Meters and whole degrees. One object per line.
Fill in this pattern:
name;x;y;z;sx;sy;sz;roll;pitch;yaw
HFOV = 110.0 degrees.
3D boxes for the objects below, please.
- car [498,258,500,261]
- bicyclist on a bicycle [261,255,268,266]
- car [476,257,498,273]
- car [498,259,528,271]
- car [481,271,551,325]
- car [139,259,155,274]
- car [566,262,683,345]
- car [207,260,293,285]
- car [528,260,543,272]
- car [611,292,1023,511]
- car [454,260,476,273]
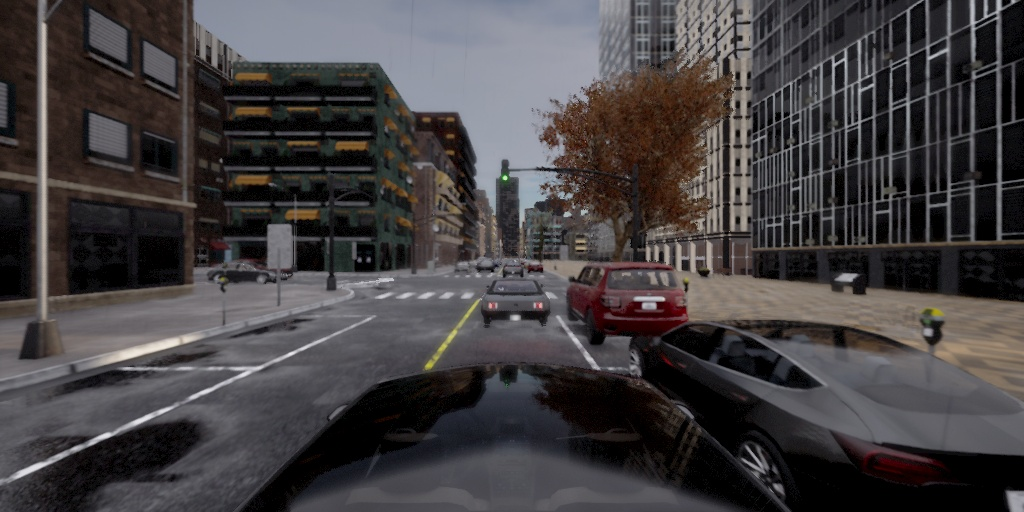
car;-3.062;1.350;59.306;1.895;1.301;4.718;0;0;1
bicyclist on a bicycle;-23.177;0.745;33.649;0.582;1.620;1.656;1;0;-1
car;-3.103;1.219;43.282;1.882;1.535;5.008;0;0;0
car;0.093;1.231;33.957;2.128;1.511;4.902;0;0;0
car;0.096;1.346;11.732;1.895;1.301;4.718;0;0;0
car;-33.196;0.855;30.597;4.403;1.370;2.007;0;0;-1
car;2.690;1.061;9.424;2.192;1.841;5.009;0;0;0
car;-16.440;1.081;22.390;4.403;1.370;2.007;0;0;-1
car;2.681;1.286;41.811;1.888;1.381;4.507;0;0;0
car;2.691;1.314;3.901;1.948;1.339;4.313;0;0;0
car;-5.699;1.291;41.809;2.007;1.370;4.403;0;0;0
